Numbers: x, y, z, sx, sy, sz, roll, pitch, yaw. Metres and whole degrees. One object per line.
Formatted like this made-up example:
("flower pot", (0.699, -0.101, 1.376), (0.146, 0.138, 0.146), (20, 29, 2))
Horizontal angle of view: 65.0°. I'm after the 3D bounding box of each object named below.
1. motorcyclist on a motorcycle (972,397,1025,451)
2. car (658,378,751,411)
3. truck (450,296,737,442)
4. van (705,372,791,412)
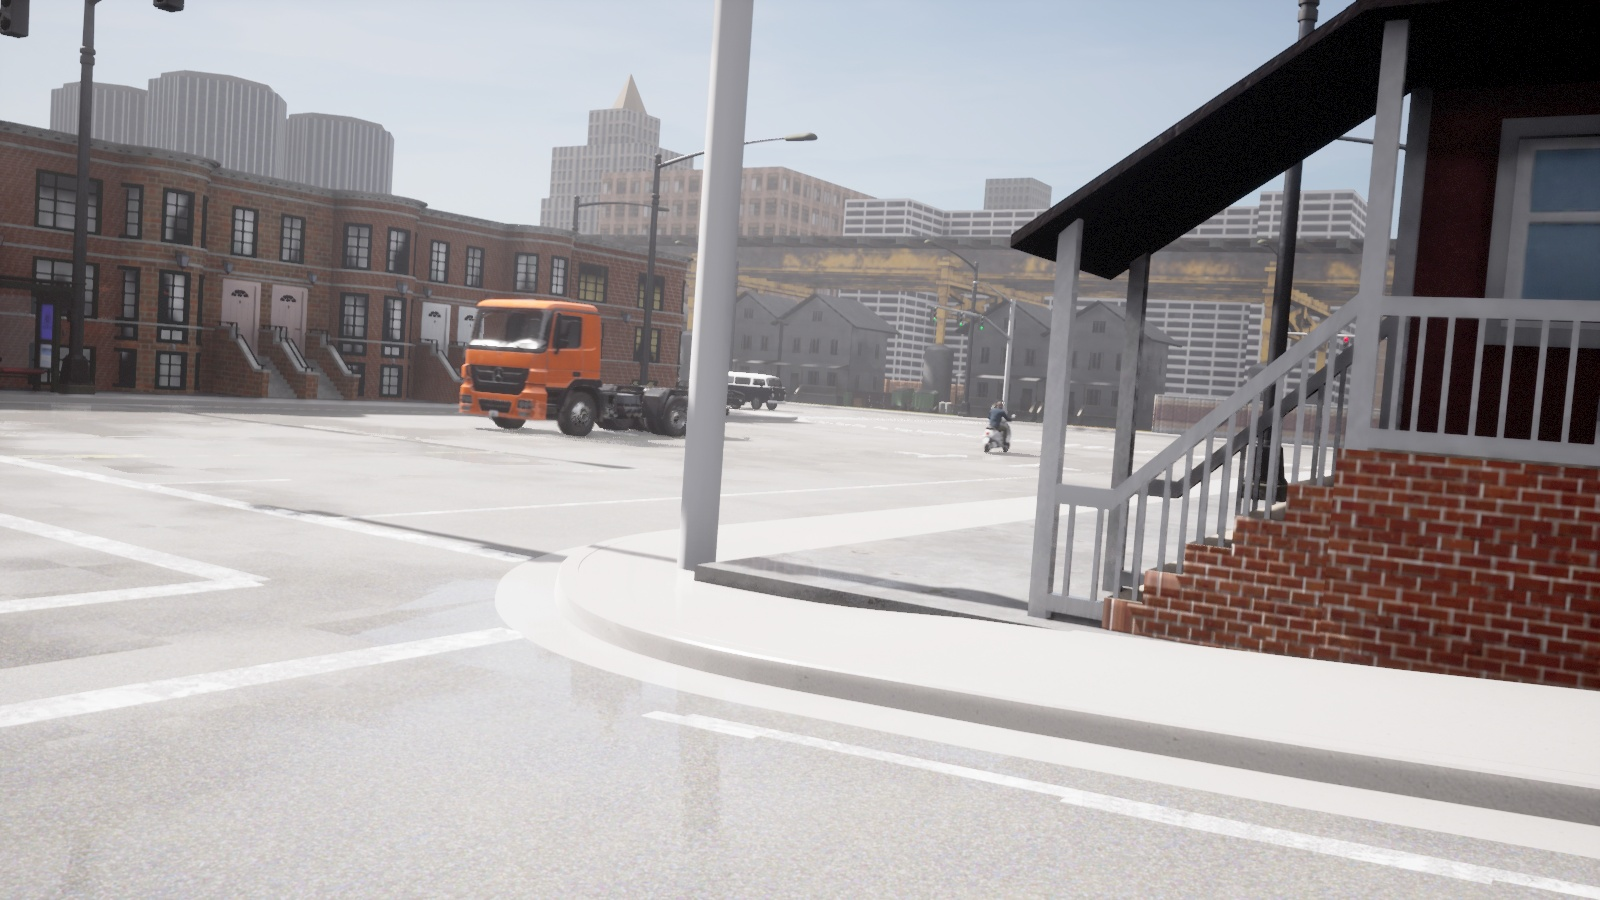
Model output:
("motorcyclist on a motorcycle", (6.167, -0.806, 38.921), (0.866, 1.590, 1.817), (5, 4, 34))
("car", (-5.350, -3.083, 69.899), (5.008, 1.535, 1.882), (5, 4, 34))
("truck", (-5.341, -2.089, 34.153), (2.891, 3.462, 7.936), (5, 4, 34))
("van", (-3.027, -3.361, 72.557), (4.480, 2.038, 2.069), (5, 4, 34))
